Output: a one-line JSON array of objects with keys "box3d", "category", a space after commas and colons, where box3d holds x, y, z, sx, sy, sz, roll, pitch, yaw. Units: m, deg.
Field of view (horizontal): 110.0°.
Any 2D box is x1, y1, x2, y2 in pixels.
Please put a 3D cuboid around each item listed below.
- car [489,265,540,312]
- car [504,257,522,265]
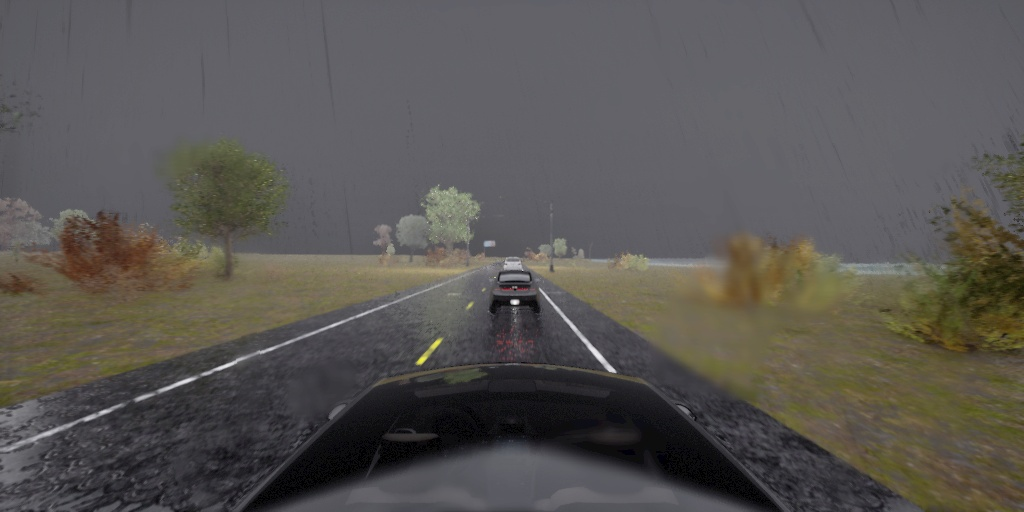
[{"box3d": [0.103, 1.319, 14.684, 1.837, 1.490, 4.892, 0, 0, 0], "category": "car"}, {"box3d": [0.111, 1.181, 46.798, 2.150, 2.045, 5.566, 0, 0, 0], "category": "car"}]
